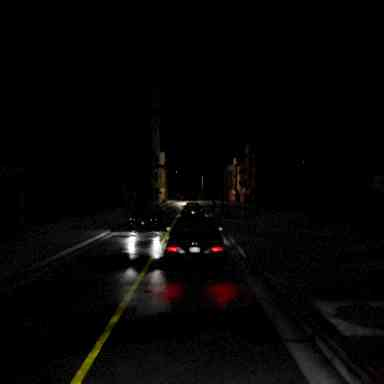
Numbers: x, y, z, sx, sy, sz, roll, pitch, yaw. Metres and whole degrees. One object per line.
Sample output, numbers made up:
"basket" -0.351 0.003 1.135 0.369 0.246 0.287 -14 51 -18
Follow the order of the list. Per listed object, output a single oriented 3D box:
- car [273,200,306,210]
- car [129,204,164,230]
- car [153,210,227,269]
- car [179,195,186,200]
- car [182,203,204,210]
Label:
"car" 13.221 1.802 45.305 4.313 1.339 1.947 0 -1 0
"car" -2.843 1.557 21.621 1.837 1.490 4.892 0 0 0
"car" 0.084 1.575 11.255 2.033 1.411 5.357 0 0 0
"car" -2.746 1.713 95.529 1.812 1.442 4.674 0 -1 0
"car" 0.089 1.632 28.966 1.994 1.385 4.181 0 0 0
